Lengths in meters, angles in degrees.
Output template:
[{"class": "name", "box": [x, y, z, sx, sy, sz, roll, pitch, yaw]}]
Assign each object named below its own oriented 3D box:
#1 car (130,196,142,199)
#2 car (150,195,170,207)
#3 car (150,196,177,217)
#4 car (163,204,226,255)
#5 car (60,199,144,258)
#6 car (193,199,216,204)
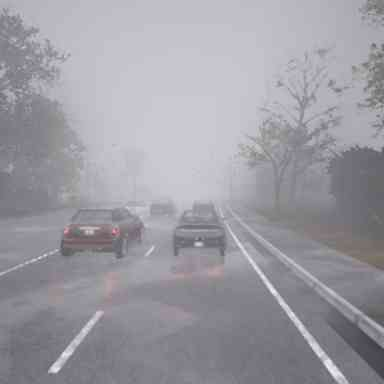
[{"class": "car", "box": [-8.247, 1.332, 48.734, 1.812, 1.442, 4.674, 0, 0, 5]}, {"class": "car", "box": [-4.663, 1.298, 49.510, 2.128, 1.511, 4.902, 0, 0, 5]}, {"class": "car", "box": [-2.445, 1.361, 29.578, 1.882, 1.535, 5.008, 0, 0, 4]}, {"class": "car", "box": [0.302, 1.441, 13.016, 2.128, 1.511, 4.902, 0, 0, 2]}, {"class": "car", "box": [-3.207, 1.299, 12.763, 2.097, 1.767, 4.553, 0, 0, 2]}, {"class": "car", "box": [1.053, 1.364, 29.434, 1.882, 1.535, 5.008, 0, 0, 4]}]
